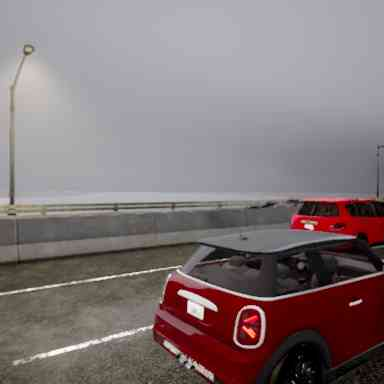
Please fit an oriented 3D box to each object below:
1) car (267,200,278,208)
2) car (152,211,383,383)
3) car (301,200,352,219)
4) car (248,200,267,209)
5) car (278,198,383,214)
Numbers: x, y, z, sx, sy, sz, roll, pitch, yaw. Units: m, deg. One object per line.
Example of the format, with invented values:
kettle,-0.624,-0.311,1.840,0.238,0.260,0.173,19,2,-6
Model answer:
car,9.874,1.366,32.342,4.553,1.767,2.097,0,0,-35
car,1.771,1.354,4.994,4.553,1.767,2.097,0,0,-35
car,11.983,1.519,29.548,4.892,1.490,1.837,0,0,-35
car,7.890,1.578,35.225,4.181,1.385,1.994,0,0,-35
car,5.954,1.227,12.249,5.566,2.045,2.150,0,0,-35
